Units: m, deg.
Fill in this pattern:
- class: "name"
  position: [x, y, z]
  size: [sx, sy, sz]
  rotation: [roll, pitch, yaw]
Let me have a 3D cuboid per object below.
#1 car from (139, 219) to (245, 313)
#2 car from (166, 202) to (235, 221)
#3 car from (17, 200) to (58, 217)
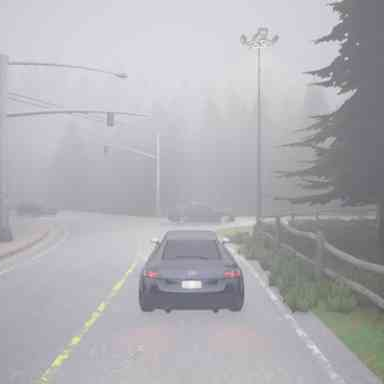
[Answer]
- class: "car"
  position: [-0.028, 1.562, 7.734]
  size: [1.994, 1.385, 4.181]
  rotation: [0, 0, -1]
- class: "car"
  position: [0.634, 1.523, 23.570]
  size: [4.892, 1.490, 1.837]
  rotation: [0, 2, -11]
- class: "car"
  position: [-14.398, 1.497, 30.880]
  size: [4.892, 1.490, 1.837]
  rotation: [0, 0, 36]
